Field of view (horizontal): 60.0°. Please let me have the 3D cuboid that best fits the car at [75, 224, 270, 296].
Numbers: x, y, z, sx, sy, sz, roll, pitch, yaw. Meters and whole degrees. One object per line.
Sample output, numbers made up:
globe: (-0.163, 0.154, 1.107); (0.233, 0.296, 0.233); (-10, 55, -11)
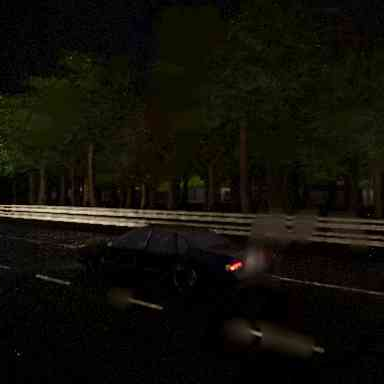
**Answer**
car: (-0.746, 1.557, 8.702); (5.357, 1.411, 2.033); (0, 0, 36)
